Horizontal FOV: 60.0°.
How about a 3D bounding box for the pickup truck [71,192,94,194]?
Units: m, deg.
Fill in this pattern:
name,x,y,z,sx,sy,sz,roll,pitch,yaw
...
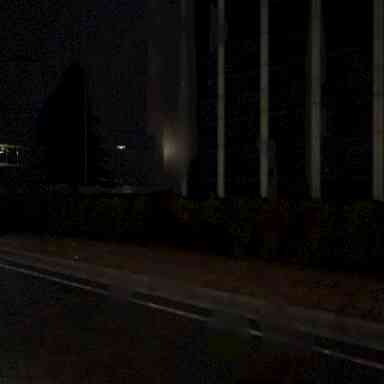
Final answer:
name,x,y,z,sx,sy,sz,roll,pitch,yaw
pickup truck,-21.365,0.963,65.939,6.274,2.098,2.390,0,0,-24
